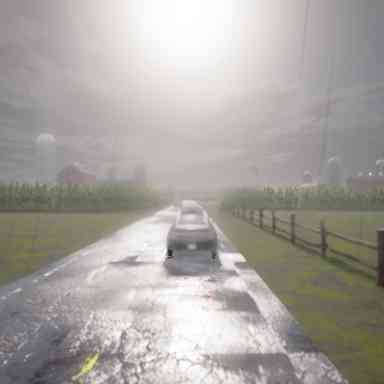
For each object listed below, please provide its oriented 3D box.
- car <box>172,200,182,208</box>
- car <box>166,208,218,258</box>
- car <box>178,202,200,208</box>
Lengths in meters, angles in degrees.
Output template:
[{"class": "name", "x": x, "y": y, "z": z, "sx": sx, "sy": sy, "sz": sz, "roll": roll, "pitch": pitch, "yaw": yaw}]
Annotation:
[{"class": "car", "x": -2.790, "y": 2.295, "z": 65.320, "sx": 1.837, "sy": 1.490, "sz": 4.892, "roll": 0, "pitch": -1, "yaw": 0}, {"class": "car", "x": 0.019, "y": 1.643, "z": 13.530, "sx": 2.128, "sy": 1.511, "sz": 4.902, "roll": 0, "pitch": -1, "yaw": 1}, {"class": "car", "x": 0.013, "y": 1.832, "z": 28.542, "sx": 1.837, "sy": 1.490, "sz": 4.892, "roll": 0, "pitch": 0, "yaw": 1}]
